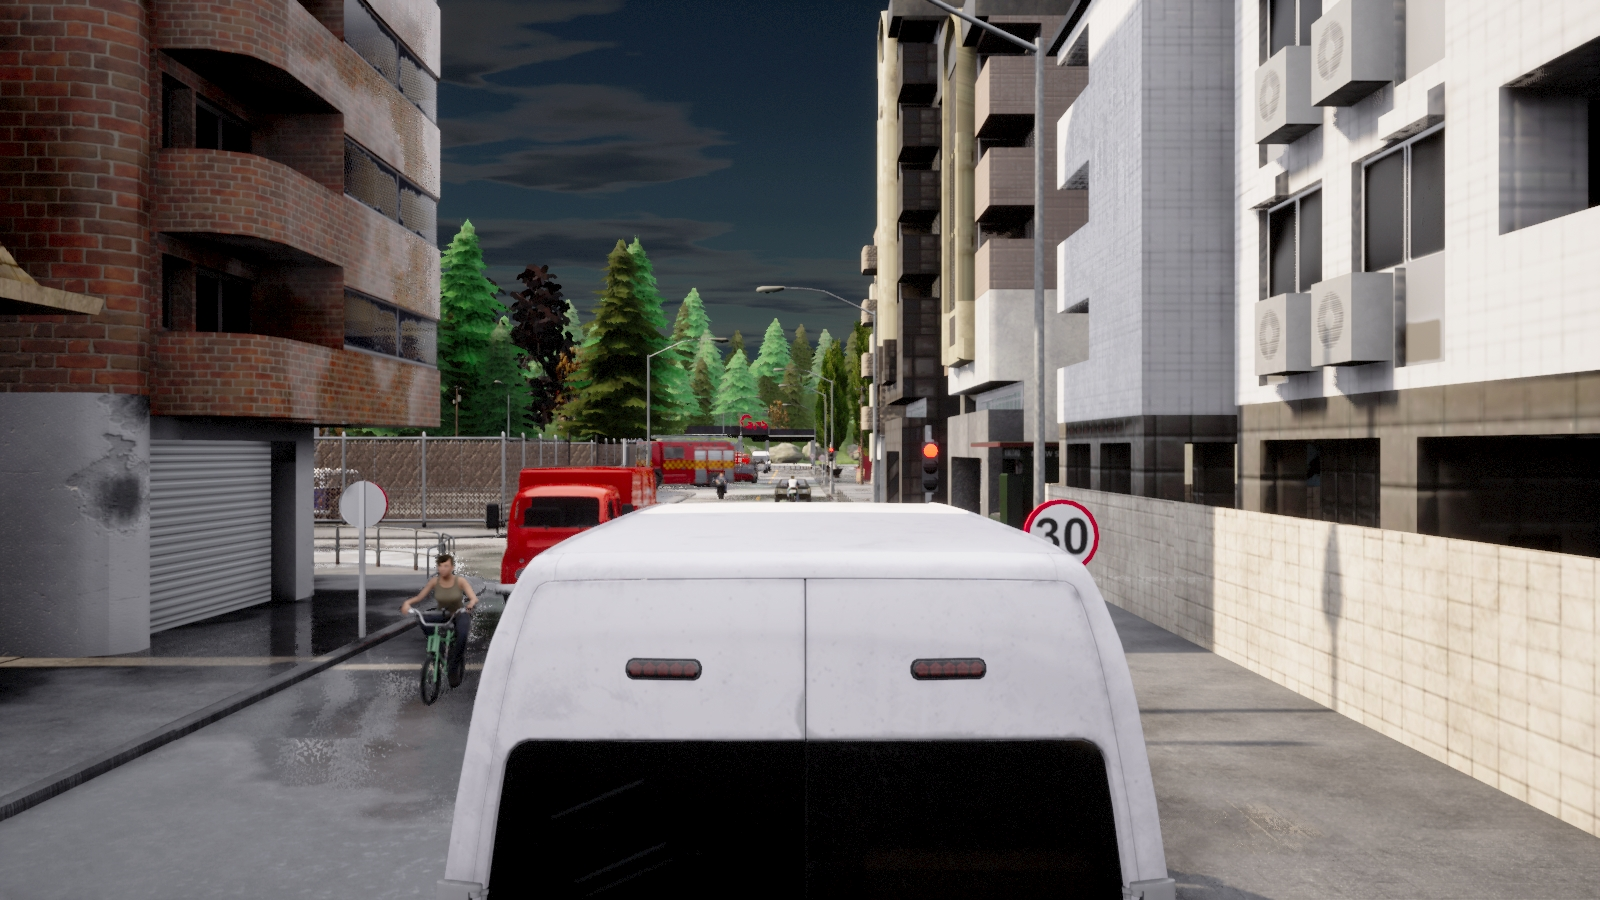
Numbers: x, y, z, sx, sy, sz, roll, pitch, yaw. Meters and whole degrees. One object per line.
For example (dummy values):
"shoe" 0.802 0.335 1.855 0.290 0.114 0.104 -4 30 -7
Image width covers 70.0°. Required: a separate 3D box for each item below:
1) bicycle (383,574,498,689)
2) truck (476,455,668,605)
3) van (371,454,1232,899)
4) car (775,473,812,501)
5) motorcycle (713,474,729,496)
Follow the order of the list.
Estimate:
"bicycle" -4.062 2.031 13.029 0.859 1.080 1.487 0 0 -1
"truck" -4.099 1.339 21.617 2.627 2.467 5.204 0 0 0
"van" -0.009 1.312 5.597 1.988 2.561 5.915 0 0 0
"car" -0.339 1.912 60.159 1.895 1.301 4.718 0 0 0
"motorcycle" -4.418 1.968 64.083 0.803 1.145 2.033 0 0 0
